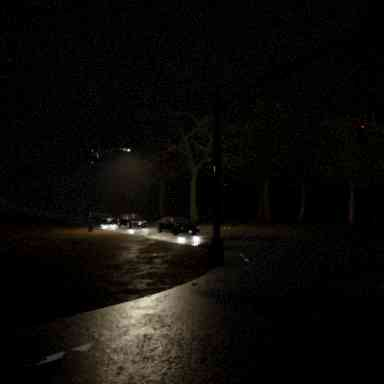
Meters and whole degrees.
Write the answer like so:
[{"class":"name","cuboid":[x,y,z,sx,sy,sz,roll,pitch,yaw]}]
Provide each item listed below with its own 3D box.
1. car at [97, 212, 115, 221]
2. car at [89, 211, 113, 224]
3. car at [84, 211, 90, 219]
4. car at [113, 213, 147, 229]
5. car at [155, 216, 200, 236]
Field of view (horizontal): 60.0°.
[{"class":"car","cuboid":[-14.629,4.097,56.477,1.994,1.385,4.181,1,-3,-31]},{"class":"car","cuboid":[-11.612,3.463,44.139,2.128,1.511,4.902,1,-3,-30]},{"class":"car","cuboid":[-19.738,4.407,65.087,2.128,1.511,4.902,1,-3,-31]},{"class":"car","cuboid":[-6.427,3.048,35.360,1.837,1.490,4.892,1,-3,-30]},{"class":"car","cuboid":[-1.313,2.656,26.758,2.033,1.411,5.357,1,-3,-27]}]
